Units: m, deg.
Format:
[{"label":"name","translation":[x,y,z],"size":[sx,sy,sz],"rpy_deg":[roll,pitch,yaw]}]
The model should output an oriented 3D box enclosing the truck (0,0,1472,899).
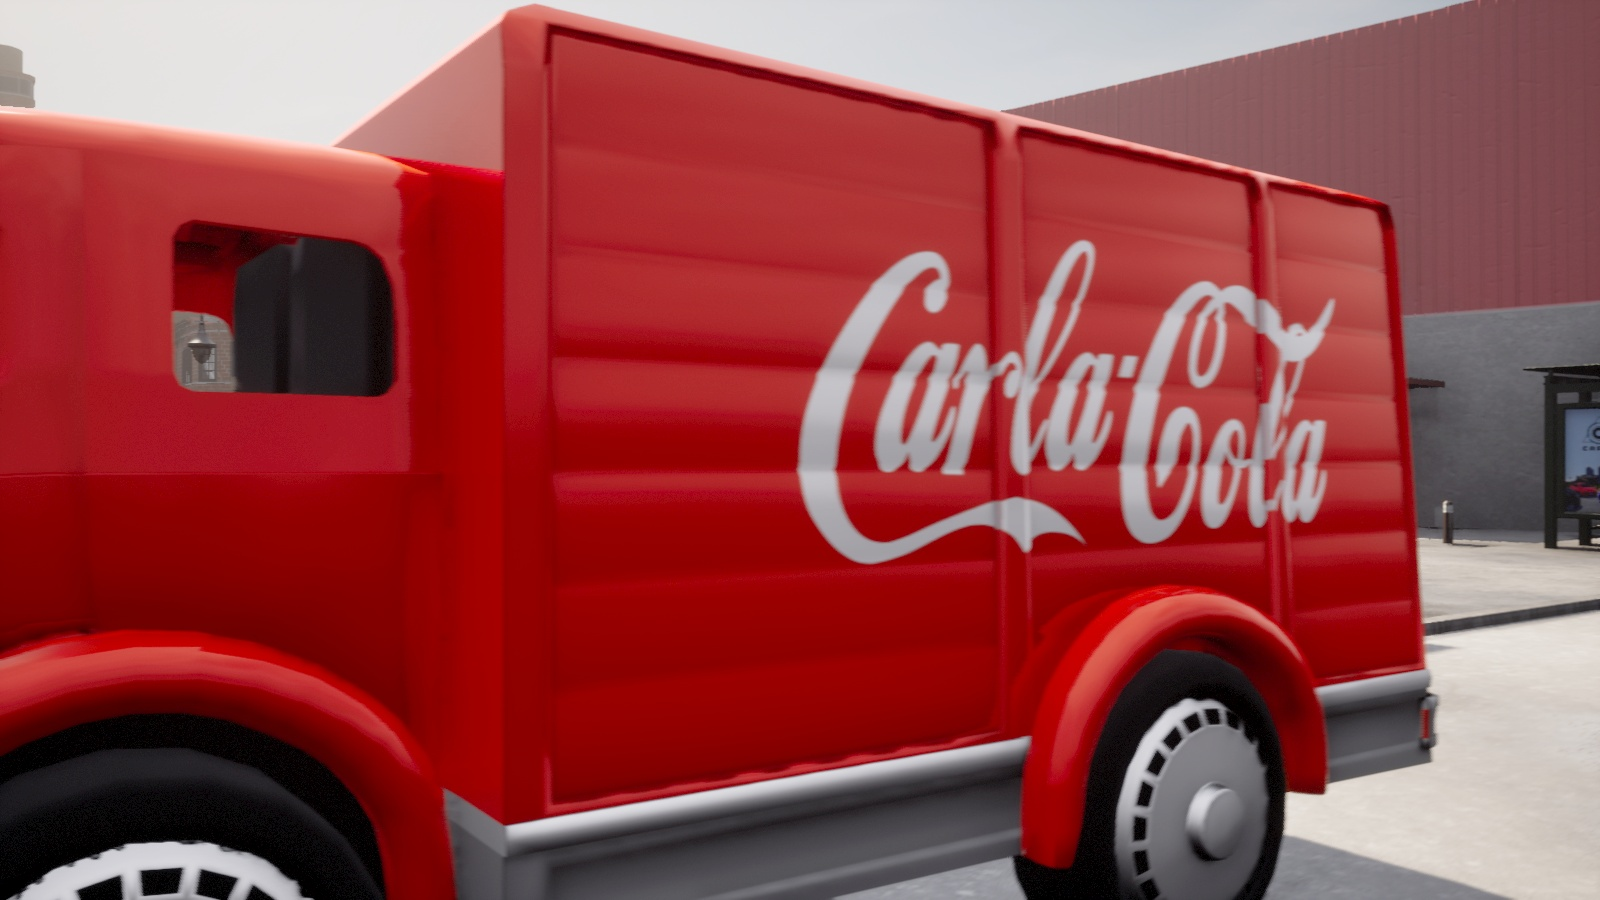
[{"label":"truck","translation":[-0.619,0.269,3.839],"size":[5.204,2.467,2.627],"rpy_deg":[0,0,-35]}]
